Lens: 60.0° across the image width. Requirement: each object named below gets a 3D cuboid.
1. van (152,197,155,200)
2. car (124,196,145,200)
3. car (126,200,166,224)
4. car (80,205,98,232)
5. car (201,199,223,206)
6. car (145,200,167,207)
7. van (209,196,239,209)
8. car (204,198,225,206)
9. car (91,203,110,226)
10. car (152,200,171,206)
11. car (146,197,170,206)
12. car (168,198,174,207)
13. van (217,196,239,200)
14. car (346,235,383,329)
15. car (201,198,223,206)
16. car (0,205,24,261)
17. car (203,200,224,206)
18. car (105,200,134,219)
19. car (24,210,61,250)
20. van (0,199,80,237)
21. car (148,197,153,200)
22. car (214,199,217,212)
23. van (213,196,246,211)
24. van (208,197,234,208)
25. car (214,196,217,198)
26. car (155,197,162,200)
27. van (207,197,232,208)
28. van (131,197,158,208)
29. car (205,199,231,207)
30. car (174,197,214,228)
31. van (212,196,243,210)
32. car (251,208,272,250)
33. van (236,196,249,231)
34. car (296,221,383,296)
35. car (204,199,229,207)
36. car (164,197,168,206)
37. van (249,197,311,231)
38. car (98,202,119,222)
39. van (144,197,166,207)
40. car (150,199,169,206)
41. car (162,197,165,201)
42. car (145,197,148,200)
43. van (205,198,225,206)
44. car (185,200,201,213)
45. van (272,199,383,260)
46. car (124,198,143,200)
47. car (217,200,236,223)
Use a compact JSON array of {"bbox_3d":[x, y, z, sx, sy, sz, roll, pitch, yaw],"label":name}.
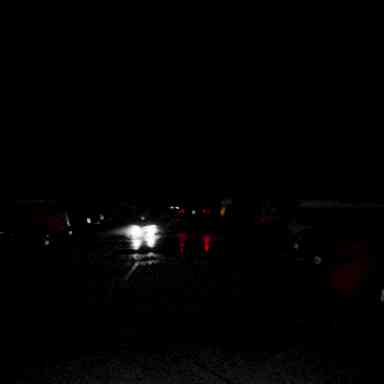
[{"bbox_3d":[-8.150,1.645,48.952,4.442,1.987,1.878,0,-1,0],"label":"van"},{"bbox_3d":[-8.066,1.645,37.847,4.553,1.767,2.185,0,-1,0],"label":"car"},{"bbox_3d":[-3.593,1.682,26.783,2.128,1.511,4.902,0,-1,0],"label":"car"},{"bbox_3d":[-8.066,1.624,18.413,4.792,1.488,2.163,0,-1,0],"label":"car"},{"bbox_3d":[4.866,2.640,82.015,5.366,1.575,1.946,0,-2,0],"label":"car"},{"bbox_3d":[-8.027,2.479,73.908,4.674,1.452,2.002,0,-1,0],"label":"car"},{"bbox_3d":[4.931,1.669,51.709,4.442,1.987,1.878,0,-1,0],"label":"van"},{"bbox_3d":[5.019,2.307,73.713,4.553,1.767,2.185,0,-1,0],"label":"car"},{"bbox_3d":[-8.066,1.650,21.189,4.792,1.488,2.163,0,-1,0],"label":"car"},{"bbox_3d":[-8.022,2.814,87.777,4.892,1.521,2.231,0,-2,0],"label":"car"},{"bbox_3d":[-8.057,2.327,79.466,5.566,2.045,2.435,0,-1,0],"label":"car"},{"bbox_3d":[-3.490,2.383,68.893,1.994,1.385,4.181,0,-1,0],"label":"car"},{"bbox_3d":[5.162,1.519,35.081,4.442,1.987,1.878,0,-1,0],"label":"van"},{"bbox_3d":[5.069,1.519,4.616,4.792,1.488,2.163,0,0,0],"label":"car"},{"bbox_3d":[5.080,2.468,84.789,5.566,2.045,2.435,0,-2,0],"label":"car"},{"bbox_3d":[-8.007,1.397,10.088,4.553,1.767,2.185,0,0,0],"label":"car"},{"bbox_3d":[5.045,2.573,79.248,4.892,1.521,2.231,0,-1,0],"label":"car"},{"bbox_3d":[-8.029,1.696,29.517,4.892,1.521,2.231,0,-1,0],"label":"car"},{"bbox_3d":[-8.009,1.574,12.860,4.792,1.488,2.163,0,-1,0],"label":"car"},{"bbox_3d":[-7.921,1.344,15.639,4.442,1.987,1.878,0,-1,0],"label":"van"},{"bbox_3d":[-8.039,1.821,43.398,5.008,1.535,2.097,0,-1,0],"label":"car"},{"bbox_3d":[5.043,1.809,37.722,4.674,1.452,2.002,0,-1,0],"label":"car"},{"bbox_3d":[5.163,1.619,46.161,4.442,1.987,1.878,0,-1,0],"label":"van"},{"bbox_3d":[4.931,1.790,57.099,4.442,1.987,1.878,0,-1,0],"label":"van"},{"bbox_3d":[5.018,1.569,43.391,5.566,2.045,2.435,0,-1,0],"label":"car"},{"bbox_3d":[-8.004,1.645,51.728,5.566,2.045,2.435,0,-1,0],"label":"car"},{"bbox_3d":[5.166,1.929,62.637,4.442,1.987,1.878,0,-1,0],"label":"van"},{"bbox_3d":[-8.148,1.795,57.263,4.442,1.987,1.878,0,-1,0],"label":"van"},{"bbox_3d":[5.043,2.225,65.400,4.892,1.521,2.231,0,-1,0],"label":"car"},{"bbox_3d":[0.104,1.382,23.447,2.150,2.045,5.566,0,0,0],"label":"car"},{"bbox_3d":[5.163,1.643,48.806,4.442,1.987,1.878,0,-1,0],"label":"van"},{"bbox_3d":[5.047,1.543,12.793,5.008,1.535,2.097,0,-1,0],"label":"car"},{"bbox_3d":[4.926,1.367,18.335,4.442,1.987,1.878,0,-1,0],"label":"van"},{"bbox_3d":[5.070,1.531,7.255,4.792,1.488,2.163,0,0,0],"label":"car"},{"bbox_3d":[5.044,2.293,68.170,5.008,1.535,2.097,0,-1,0],"label":"car"},{"bbox_3d":[-8.025,2.299,68.358,5.008,1.535,2.097,0,-1,0],"label":"car"},{"bbox_3d":[5.159,1.342,15.565,4.442,1.987,1.878,0,0,0],"label":"van"},{"bbox_3d":[-8.066,1.675,23.965,4.792,1.488,2.163,0,-1,0],"label":"car"},{"bbox_3d":[-7.913,2.143,71.140,4.442,1.987,1.878,0,-1,0],"label":"van"},{"bbox_3d":[-7.997,2.525,82.234,4.553,1.767,2.185,0,-1,0],"label":"car"},{"bbox_3d":[-8.061,2.189,62.808,4.792,1.488,2.163,0,-1,0],"label":"car"},{"bbox_3d":[-8.065,1.670,40.623,4.553,1.767,2.185,0,-1,0],"label":"car"},{"bbox_3d":[5.167,2.277,76.484,4.442,1.987,1.878,0,-1,0],"label":"van"},{"bbox_3d":[0.108,1.842,42.809,1.837,1.490,4.892,0,-1,0],"label":"car"},{"bbox_3d":[4.933,1.295,10.009,4.442,1.987,1.878,0,0,0],"label":"van"},{"bbox_3d":[-8.220,1.743,35.070,5.366,1.575,1.946,0,-1,0],"label":"car"},{"bbox_3d":[5.039,1.693,29.413,5.008,1.535,2.097,0,-1,0],"label":"car"}]
